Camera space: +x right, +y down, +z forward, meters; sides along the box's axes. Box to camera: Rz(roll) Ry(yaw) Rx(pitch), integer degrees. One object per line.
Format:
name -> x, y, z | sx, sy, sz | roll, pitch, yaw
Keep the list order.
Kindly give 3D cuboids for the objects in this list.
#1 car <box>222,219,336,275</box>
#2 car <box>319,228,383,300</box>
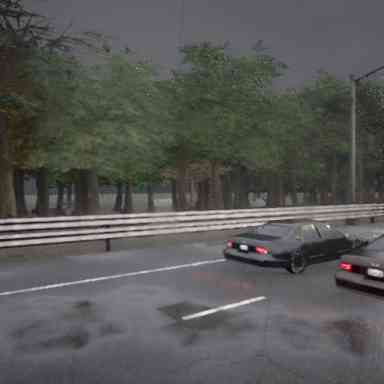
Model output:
car -> 3.462, 1.561, 10.534 | 5.357, 1.411, 2.033 | 0, 0, -35
car -> 5.482, 1.561, 7.676 | 5.357, 1.411, 2.033 | 0, 0, -35
